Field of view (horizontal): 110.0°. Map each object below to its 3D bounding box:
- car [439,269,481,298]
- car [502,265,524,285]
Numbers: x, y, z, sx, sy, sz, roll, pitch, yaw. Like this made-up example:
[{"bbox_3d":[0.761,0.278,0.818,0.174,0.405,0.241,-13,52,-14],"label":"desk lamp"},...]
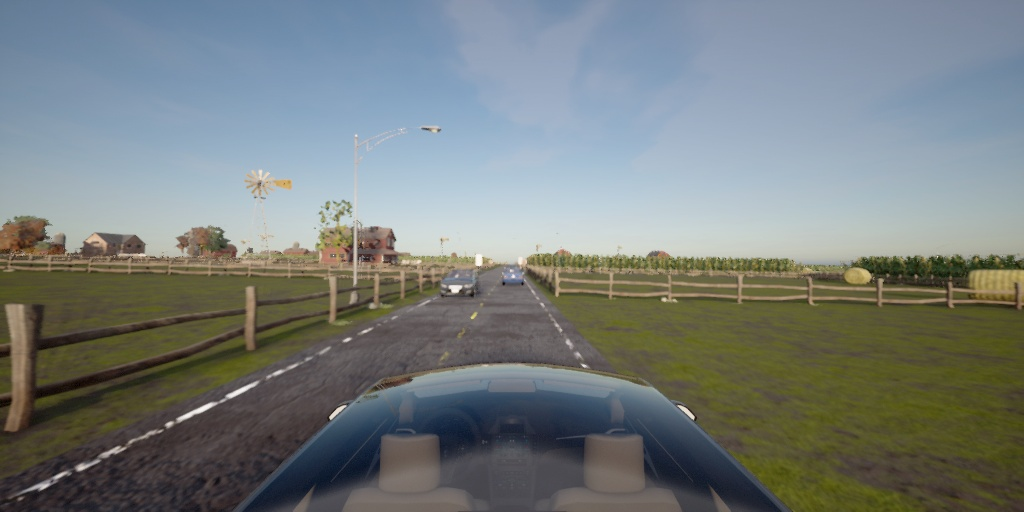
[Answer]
[{"bbox_3d":[-2.848,1.523,20.429,2.128,1.511,4.902,0,-1,0],"label":"car"},{"bbox_3d":[0.100,1.741,31.080,2.033,1.411,5.357,0,-1,0],"label":"car"}]
